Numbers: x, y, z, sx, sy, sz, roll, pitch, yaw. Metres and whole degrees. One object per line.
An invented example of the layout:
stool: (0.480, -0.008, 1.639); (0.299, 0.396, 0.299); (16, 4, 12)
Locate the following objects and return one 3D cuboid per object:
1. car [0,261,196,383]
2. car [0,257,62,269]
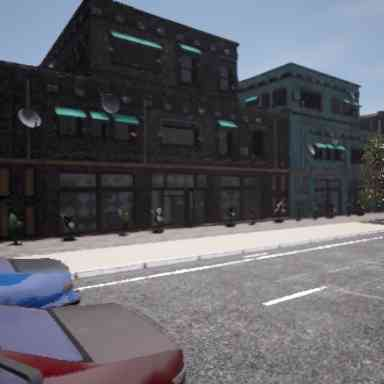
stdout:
car: (-2.490, 1.551, 1.911); (5.357, 1.411, 2.033); (0, 0, -36)
car: (-4.376, 1.551, 4.557); (5.357, 1.411, 2.033); (0, 0, -36)
